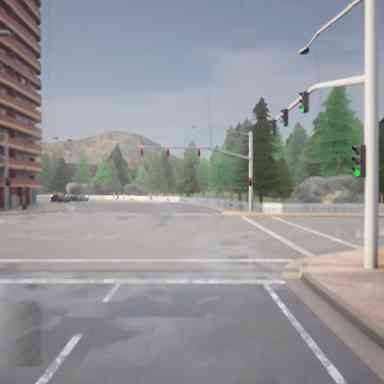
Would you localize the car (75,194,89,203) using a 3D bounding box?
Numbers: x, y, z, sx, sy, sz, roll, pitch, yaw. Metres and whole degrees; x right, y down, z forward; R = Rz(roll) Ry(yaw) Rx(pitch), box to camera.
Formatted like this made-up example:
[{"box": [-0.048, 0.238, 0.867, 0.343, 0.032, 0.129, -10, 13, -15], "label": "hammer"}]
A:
[{"box": [-20.550, 1.133, 60.037, 4.902, 1.511, 2.128, 0, 1, 42], "label": "car"}]

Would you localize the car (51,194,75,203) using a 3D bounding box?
[{"box": [-22.531, 1.164, 57.099, 4.892, 1.490, 1.837, 1, 0, 42], "label": "car"}]
